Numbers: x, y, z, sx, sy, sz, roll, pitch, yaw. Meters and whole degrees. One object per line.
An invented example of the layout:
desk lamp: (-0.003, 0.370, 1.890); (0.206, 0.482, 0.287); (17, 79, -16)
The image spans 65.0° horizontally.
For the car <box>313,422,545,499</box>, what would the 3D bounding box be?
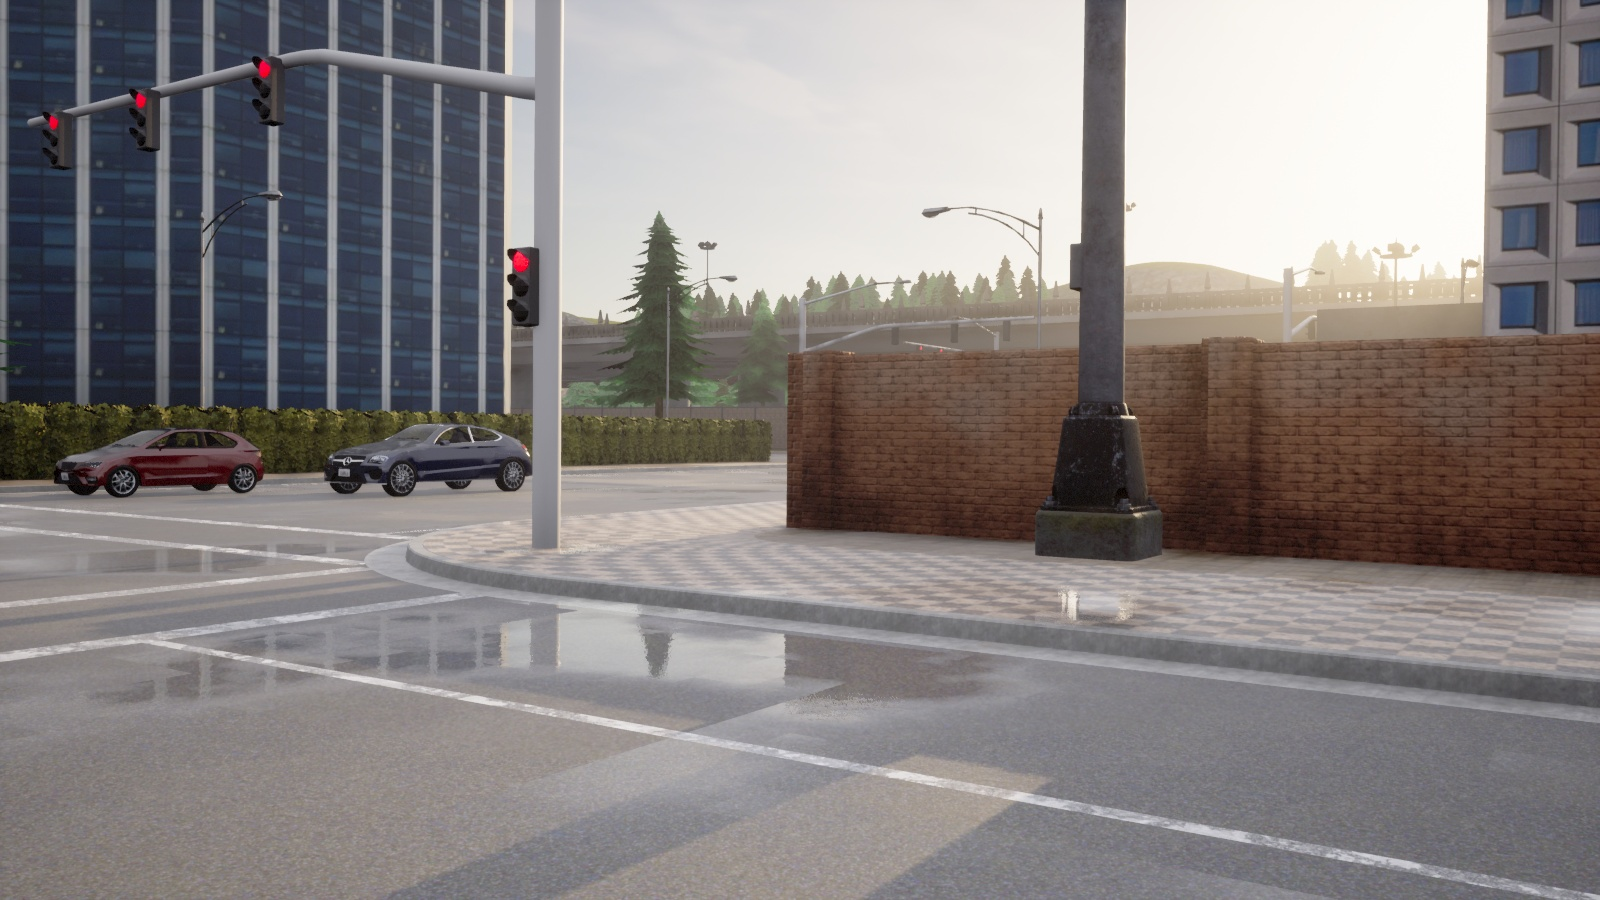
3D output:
car: (-8.596, 0.184, 29.564); (2.152, 1.651, 5.027); (0, 1, 33)

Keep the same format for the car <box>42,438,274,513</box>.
car: (-14.023, 0.494, 27.653); (1.816, 1.474, 4.193); (0, 1, 33)
